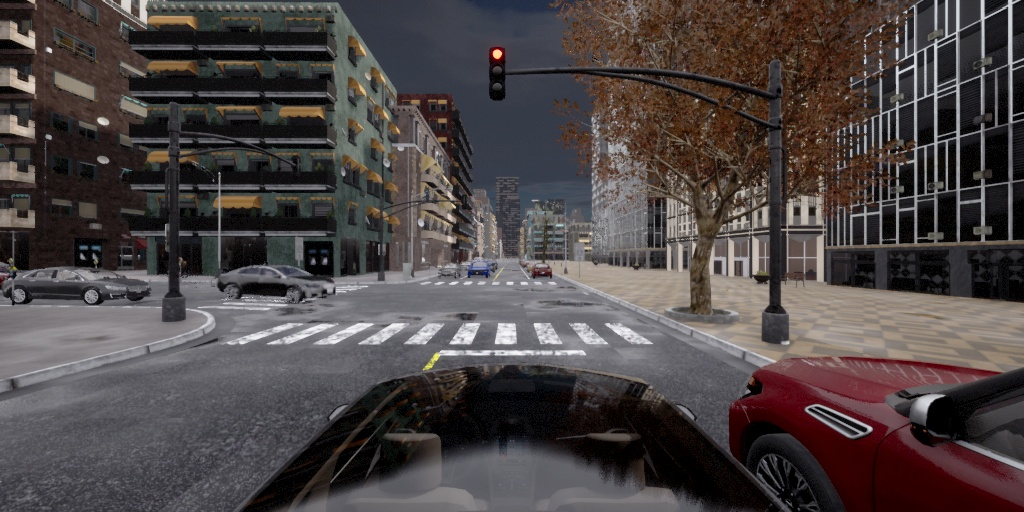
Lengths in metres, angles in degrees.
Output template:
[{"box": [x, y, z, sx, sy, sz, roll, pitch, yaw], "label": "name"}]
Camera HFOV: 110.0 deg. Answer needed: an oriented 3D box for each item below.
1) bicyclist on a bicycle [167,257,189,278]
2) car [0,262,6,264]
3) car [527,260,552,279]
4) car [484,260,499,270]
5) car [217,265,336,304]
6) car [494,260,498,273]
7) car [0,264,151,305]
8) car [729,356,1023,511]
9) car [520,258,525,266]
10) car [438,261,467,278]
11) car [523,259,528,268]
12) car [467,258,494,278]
[{"box": [-23.168, 0.761, 24.917, 0.582, 1.620, 1.656, 1, 0, -1], "label": "bicyclist on a bicycle"}, {"box": [-23.944, 1.041, 16.171, 4.718, 1.301, 1.895, 1, 0, -1], "label": "car"}, {"box": [2.692, 1.307, 33.071, 1.888, 1.381, 4.507, 0, 0, 0], "label": "car"}, {"box": [-3.080, 1.333, 54.720, 2.033, 1.411, 5.357, 0, 0, 0], "label": "car"}, {"box": [-10.177, 1.147, 15.648, 4.902, 1.511, 2.128, 2, 0, 8], "label": "car"}, {"box": [-3.087, 1.337, 44.357, 1.994, 1.385, 4.181, 0, 0, 0], "label": "car"}, {"box": [-16.434, 1.091, 13.656, 4.403, 1.370, 2.007, 0, 0, -1], "label": "car"}, {"box": [2.692, 1.065, 0.684, 2.192, 1.841, 5.009, 0, 0, 0], "label": "car"}, {"box": [2.694, 1.375, 60.734, 1.802, 1.307, 4.207, 0, 0, 0], "label": "car"}, {"box": [-5.688, 1.312, 33.072, 2.007, 1.370, 4.403, 0, 0, 0], "label": "car"}, {"box": [2.693, 1.298, 44.307, 1.751, 1.417, 4.829, 0, 0, 0], "label": "car"}, {"box": [-3.091, 1.241, 34.359, 1.882, 1.535, 5.008, 0, 0, 0], "label": "car"}]
